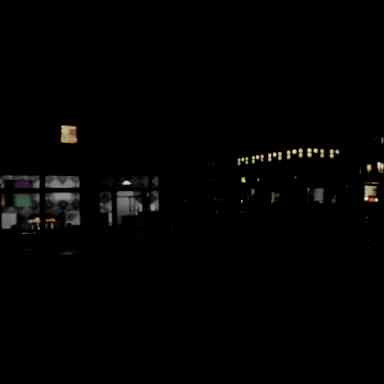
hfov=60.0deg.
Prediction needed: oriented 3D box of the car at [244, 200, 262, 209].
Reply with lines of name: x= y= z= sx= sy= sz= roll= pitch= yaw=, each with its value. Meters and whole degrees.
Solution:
car: x=9.033 y=1.780 z=47.943 sx=1.802 sy=1.307 sz=4.206 roll=-2 pitch=0 yaw=-26

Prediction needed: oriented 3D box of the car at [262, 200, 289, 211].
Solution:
car: x=11.432 y=1.729 z=42.956 sx=1.802 sy=1.307 sz=4.206 roll=-2 pitch=0 yaw=-26

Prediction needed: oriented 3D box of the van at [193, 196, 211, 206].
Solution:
van: x=1.829 y=1.688 z=62.908 sx=1.690 sy=1.788 sz=3.998 roll=-2 pitch=0 yaw=-26

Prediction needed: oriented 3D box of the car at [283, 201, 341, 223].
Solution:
car: x=9.786 y=1.699 z=26.763 sx=1.947 sy=1.339 sz=4.313 roll=-2 pitch=0 yaw=-26

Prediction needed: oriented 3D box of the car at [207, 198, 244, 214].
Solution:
car: x=3.877 y=1.702 z=39.321 sx=1.967 sy=1.590 sz=4.097 roll=-2 pitch=0 yaw=-26

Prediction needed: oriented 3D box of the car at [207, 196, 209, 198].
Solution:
car: x=2.843 y=1.790 z=47.506 sx=2.128 sy=1.511 sz=4.902 roll=-1 pitch=0 yaw=-26
